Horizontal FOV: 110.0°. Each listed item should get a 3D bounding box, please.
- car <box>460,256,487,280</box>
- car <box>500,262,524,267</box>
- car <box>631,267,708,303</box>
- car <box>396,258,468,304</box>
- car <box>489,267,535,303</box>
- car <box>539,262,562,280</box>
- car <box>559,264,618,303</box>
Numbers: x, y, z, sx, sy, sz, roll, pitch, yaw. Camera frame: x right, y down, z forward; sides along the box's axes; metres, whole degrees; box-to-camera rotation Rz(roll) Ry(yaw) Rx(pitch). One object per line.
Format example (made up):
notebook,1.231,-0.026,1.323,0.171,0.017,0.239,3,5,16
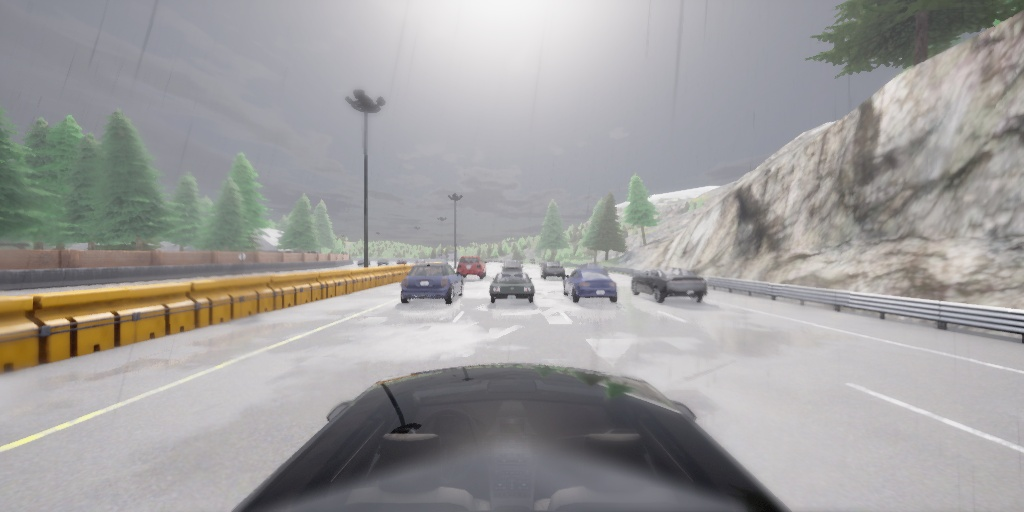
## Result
car,-3.477,1.005,31.523,2.150,2.045,5.566,0,0,0
car,0.023,1.264,31.489,1.837,1.490,4.892,0,0,0
car,7.005,1.242,16.480,2.128,1.511,4.902,0,0,0
car,-3.495,1.113,16.463,2.097,1.767,4.553,0,0,0
car,0.005,1.363,16.519,1.895,1.301,4.718,0,0,0
car,3.523,1.243,31.485,2.128,1.511,4.902,0,0,0
car,3.505,1.280,16.485,1.812,1.442,4.674,0,0,0
